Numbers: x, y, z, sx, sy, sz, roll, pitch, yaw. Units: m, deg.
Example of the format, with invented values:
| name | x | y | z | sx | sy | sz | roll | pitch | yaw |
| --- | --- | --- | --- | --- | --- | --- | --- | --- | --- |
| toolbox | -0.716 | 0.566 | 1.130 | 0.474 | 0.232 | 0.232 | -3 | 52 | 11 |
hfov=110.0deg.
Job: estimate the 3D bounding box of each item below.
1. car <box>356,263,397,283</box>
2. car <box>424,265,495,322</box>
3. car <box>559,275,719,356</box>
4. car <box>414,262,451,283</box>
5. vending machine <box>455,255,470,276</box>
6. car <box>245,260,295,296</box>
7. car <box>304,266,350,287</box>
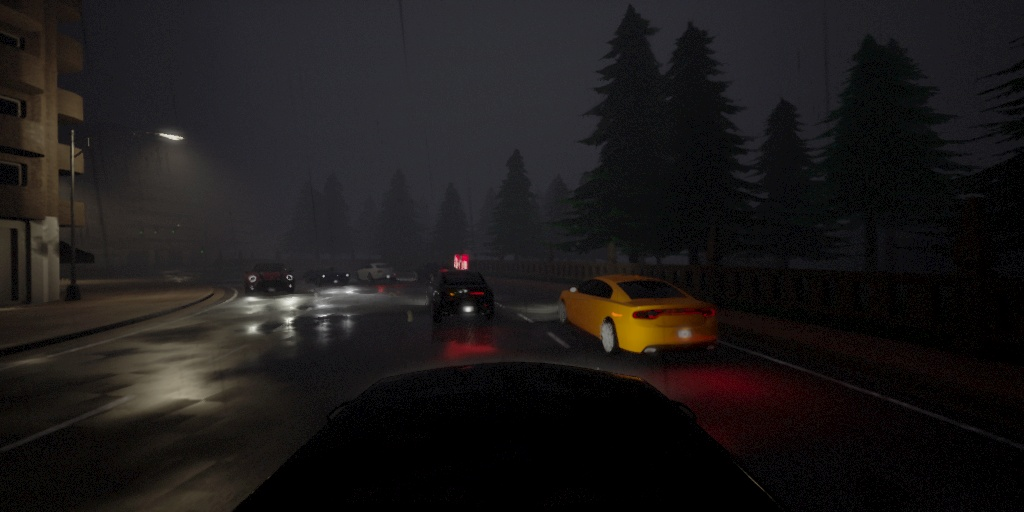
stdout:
| name | x | y | z | sx | sy | sz | roll | pitch | yaw |
| --- | --- | --- | --- | --- | --- | --- | --- | --- | --- |
| car | -10.424 | 1.250 | 27.524 | 1.812 | 1.442 | 4.674 | 0 | 0 | -41 |
| car | -1.881 | 1.227 | 12.341 | 1.837 | 1.490 | 4.892 | 0 | 0 | -16 |
| car | 2.594 | 1.182 | 8.637 | 1.882 | 1.535 | 5.008 | 0 | 0 | -9 |
| car | -5.891 | 1.197 | 27.444 | 1.837 | 1.490 | 4.892 | 0 | 0 | -37 |
| vending machine | -4.502 | 0.859 | 32.228 | 1.100 | 2.100 | 0.880 | 0 | 0 | -41 |
| car | -13.376 | 1.128 | 19.765 | 2.097 | 1.767 | 4.553 | -1 | 0 | -37 |
| car | -12.879 | 1.353 | 24.878 | 1.895 | 1.301 | 4.718 | -1 | 0 | -42 |
